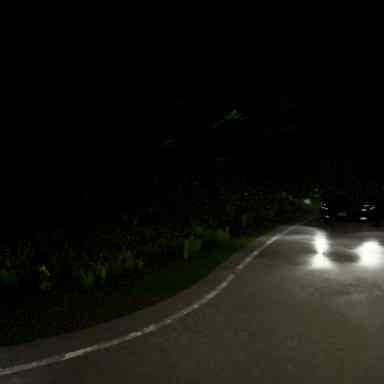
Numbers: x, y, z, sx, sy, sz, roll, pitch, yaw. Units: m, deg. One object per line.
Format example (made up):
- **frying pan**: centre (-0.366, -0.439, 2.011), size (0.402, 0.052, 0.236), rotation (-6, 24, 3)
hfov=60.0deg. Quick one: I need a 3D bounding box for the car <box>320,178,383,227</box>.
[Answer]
- **car**: centre (6.606, 0.259, 12.851), size (1.882, 1.535, 5.008), rotation (0, 5, 42)
